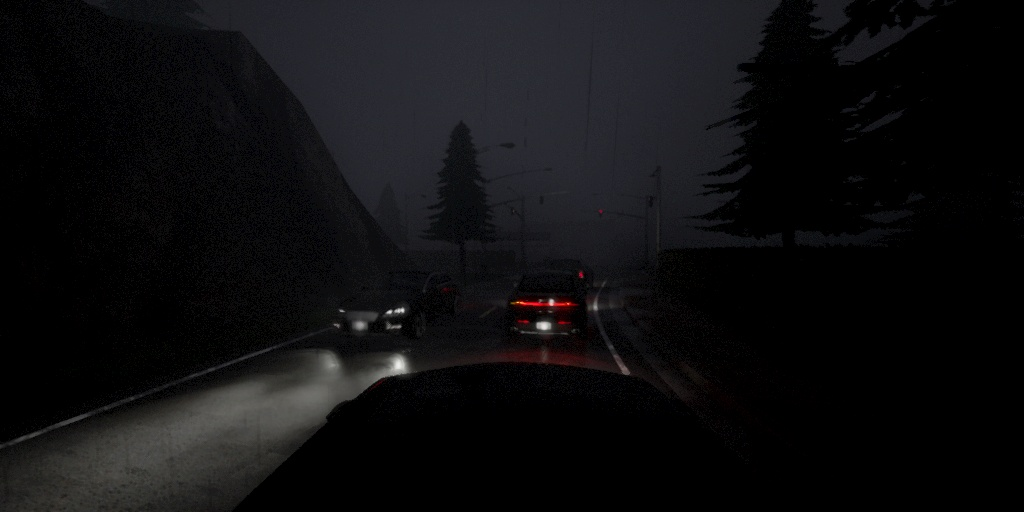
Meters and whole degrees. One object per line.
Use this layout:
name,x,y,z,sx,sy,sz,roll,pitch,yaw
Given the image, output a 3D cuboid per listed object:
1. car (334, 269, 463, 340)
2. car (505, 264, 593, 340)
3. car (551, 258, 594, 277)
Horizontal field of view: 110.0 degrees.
car,-2.751,1.127,9.753,2.128,1.511,4.902,0,1,9
car,1.018,1.141,9.656,1.837,1.490,4.892,0,1,9
car,3.016,0.862,18.574,2.097,1.767,4.553,0,1,17
